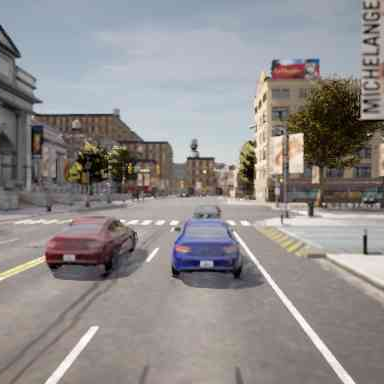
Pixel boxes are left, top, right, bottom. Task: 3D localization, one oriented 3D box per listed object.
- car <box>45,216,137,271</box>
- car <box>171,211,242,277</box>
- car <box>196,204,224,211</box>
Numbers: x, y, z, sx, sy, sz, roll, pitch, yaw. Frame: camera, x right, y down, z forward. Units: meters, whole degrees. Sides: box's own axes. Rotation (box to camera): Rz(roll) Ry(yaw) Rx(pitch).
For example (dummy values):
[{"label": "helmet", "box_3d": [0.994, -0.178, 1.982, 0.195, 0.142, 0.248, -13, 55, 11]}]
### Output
[{"label": "car", "box_3d": [-3.056, 1.509, 10.779, 1.812, 1.442, 4.674, 0, 0, 2]}, {"label": "car", "box_3d": [0.415, 1.517, 10.093, 1.812, 1.442, 4.674, 0, 0, 2]}, {"label": "car", "box_3d": [1.163, 1.528, 23.028, 2.033, 1.411, 5.357, 0, 0, 8]}]
